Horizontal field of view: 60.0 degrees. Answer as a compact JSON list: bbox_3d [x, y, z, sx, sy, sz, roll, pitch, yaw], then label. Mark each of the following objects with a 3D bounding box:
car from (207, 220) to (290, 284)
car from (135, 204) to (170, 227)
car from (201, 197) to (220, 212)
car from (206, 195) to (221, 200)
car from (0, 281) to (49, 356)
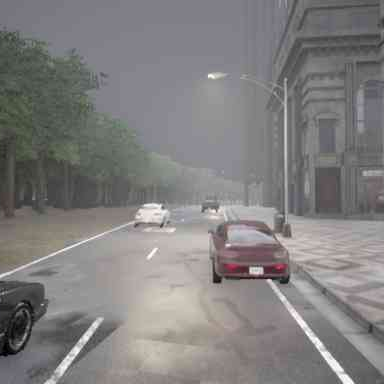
[{"bbox_3d":[1.447,1.513,9.418,1.812,1.442,4.674,0,0,2],"label":"car"},{"bbox_3d":[-2.596,1.524,22.377,1.812,1.442,4.674,0,0,3],"label":"car"},{"bbox_3d":[2.207,1.663,40.364,1.837,1.490,4.892,0,-1,5],"label":"car"},{"bbox_3d":[3.075,1.542,50.309,2.150,2.045,5.566,0,-1,7],"label":"car"},{"bbox_3d":[-3.310,1.547,3.000,2.033,1.411,5.357,0,0,1],"label":"car"}]
